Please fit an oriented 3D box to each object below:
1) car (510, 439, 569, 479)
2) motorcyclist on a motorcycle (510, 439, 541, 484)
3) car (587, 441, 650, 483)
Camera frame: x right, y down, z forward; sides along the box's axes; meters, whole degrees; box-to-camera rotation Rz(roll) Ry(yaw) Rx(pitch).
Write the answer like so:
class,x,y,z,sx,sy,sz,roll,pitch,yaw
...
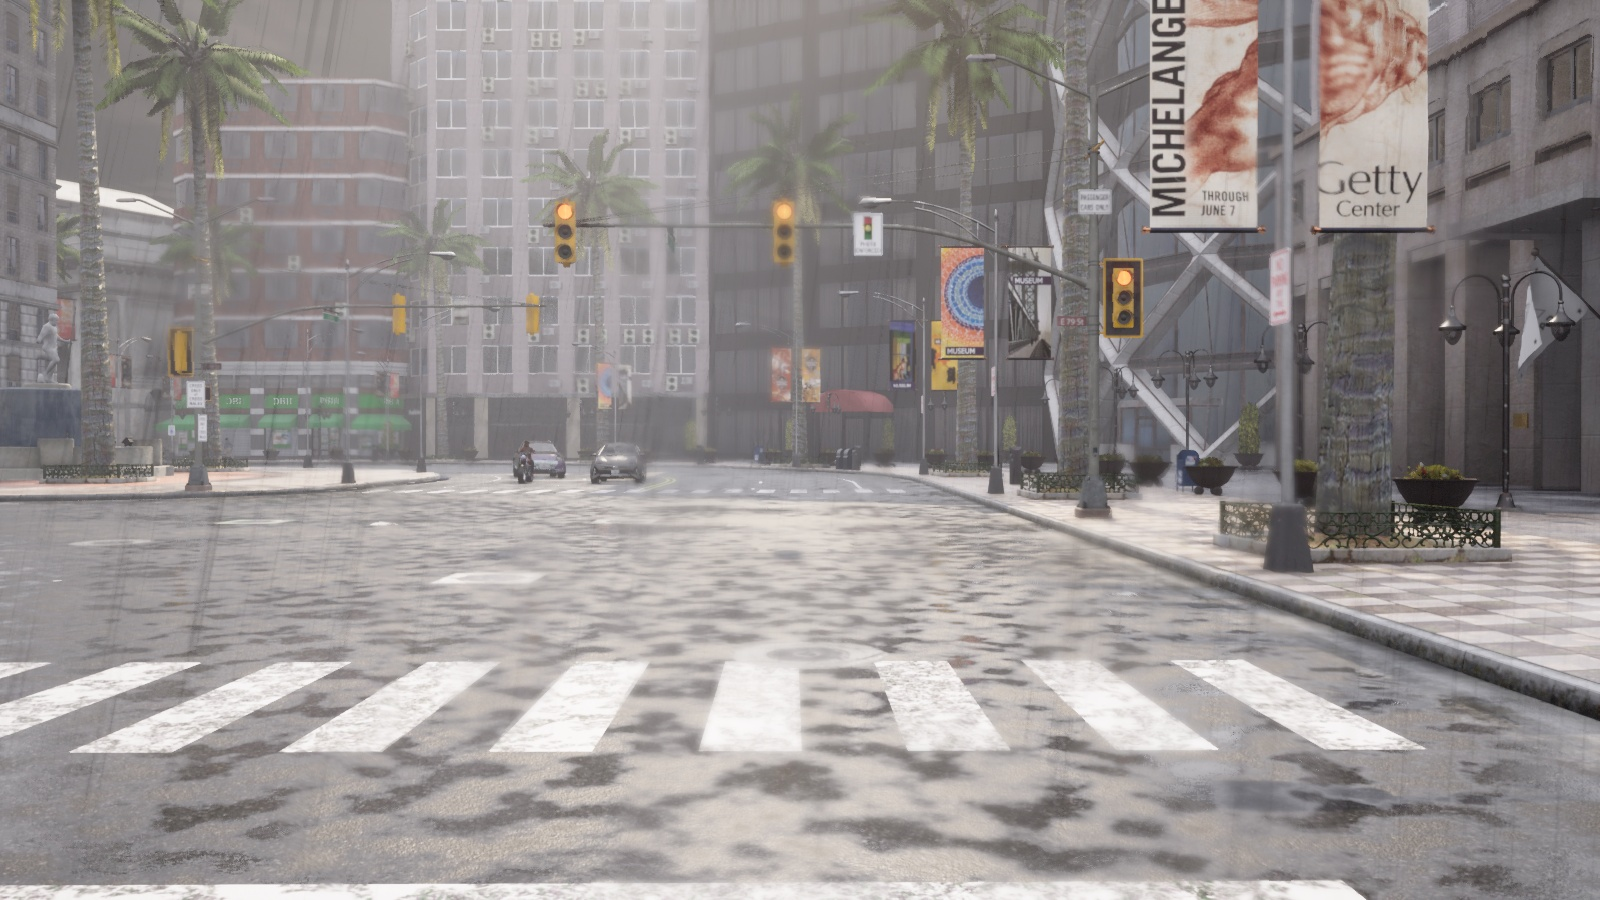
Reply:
class,x,y,z,sx,sy,sz,roll,pitch,yaw
car,-11.403,0.358,54.732,2.033,1.649,4.856,0,0,-18
motorcyclist on a motorcycle,-10.305,0.422,47.220,0.766,1.649,2.350,0,0,-3
car,-6.828,0.419,47.699,2.007,1.525,4.514,0,0,-4
